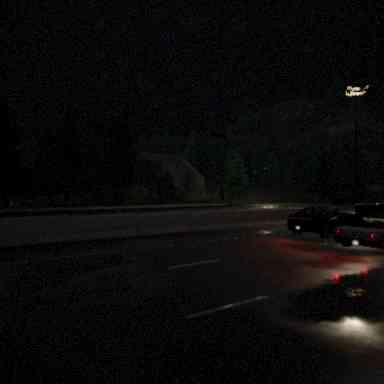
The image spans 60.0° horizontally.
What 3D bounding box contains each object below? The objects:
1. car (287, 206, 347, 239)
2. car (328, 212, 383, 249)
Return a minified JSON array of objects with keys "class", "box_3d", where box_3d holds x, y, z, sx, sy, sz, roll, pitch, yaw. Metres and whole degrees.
[{"class":"car","box_3d":[7.061,1.489,17.386,4.902,1.511,2.128,0,0,-35]},{"class":"car","box_3d":[7.906,1.598,13.689,4.718,1.301,1.895,0,0,-35]}]
